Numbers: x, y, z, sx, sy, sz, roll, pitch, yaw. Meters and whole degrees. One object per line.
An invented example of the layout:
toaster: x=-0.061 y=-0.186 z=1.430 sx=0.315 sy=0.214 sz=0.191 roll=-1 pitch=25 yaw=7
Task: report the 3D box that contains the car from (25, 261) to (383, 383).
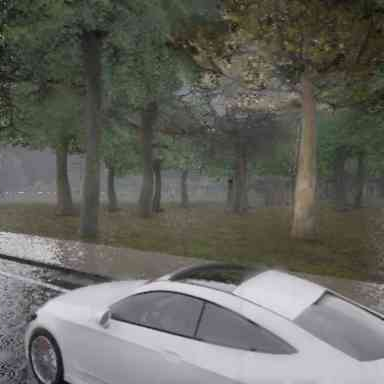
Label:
car: x=0.103 y=1.529 z=3.612 sx=4.674 sy=1.442 sz=1.812 roll=0 pitch=0 yaw=35
